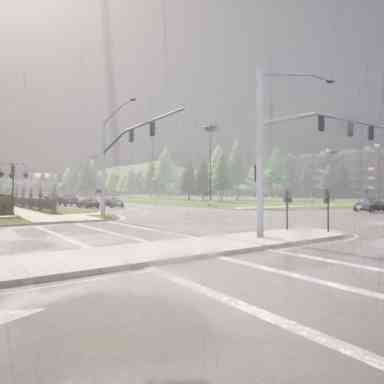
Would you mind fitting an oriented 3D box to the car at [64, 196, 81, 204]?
[{"bbox_3d":[-22.954,1.558,63.658,1.994,1.385,4.181,0,0,-36],"label":"car"}]

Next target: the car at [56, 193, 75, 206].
[{"bbox_3d":[-19.903,1.217,53.400,2.150,2.045,5.566,0,0,-36],"label":"car"}]

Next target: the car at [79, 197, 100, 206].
[{"bbox_3d":[-17.146,1.558,55.563,1.994,1.385,4.181,0,0,-36],"label":"car"}]

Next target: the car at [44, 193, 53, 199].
[{"bbox_3d":[-26.038,1.217,61.947,2.150,2.045,5.566,0,0,-35],"label":"car"}]

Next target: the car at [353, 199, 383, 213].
[{"bbox_3d":[19.476,1.479,36.231,4.902,1.511,2.128,0,0,-35],"label":"car"}]

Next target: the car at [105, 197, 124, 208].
[{"bbox_3d":[-11.387,1.485,47.620,2.128,1.511,4.902,0,0,-36],"label":"car"}]

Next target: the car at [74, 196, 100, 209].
[{"bbox_3d":[-14.192,1.596,45.524,1.895,1.301,4.718,0,0,-36],"label":"car"}]
